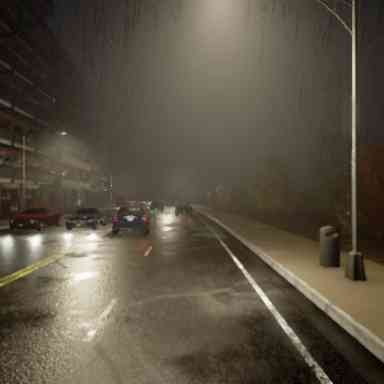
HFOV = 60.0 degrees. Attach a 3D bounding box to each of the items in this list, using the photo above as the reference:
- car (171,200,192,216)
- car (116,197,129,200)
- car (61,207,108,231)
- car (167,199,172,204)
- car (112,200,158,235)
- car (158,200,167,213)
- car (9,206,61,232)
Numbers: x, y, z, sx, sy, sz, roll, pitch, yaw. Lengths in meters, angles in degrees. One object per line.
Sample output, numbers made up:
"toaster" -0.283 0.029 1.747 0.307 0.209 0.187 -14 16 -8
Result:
"car" -0.993 1.876 37.848 2.128 1.511 4.902 0 0 -3
"car" -12.982 1.893 62.647 2.150 2.045 5.566 0 0 -6
"car" -7.013 1.767 22.653 1.812 1.442 4.674 0 -1 -2
"car" -5.402 2.337 80.274 1.994 1.385 4.181 0 -1 -8
"car" -3.490 1.568 20.541 2.097 1.767 4.553 0 -1 -2
"car" -4.712 1.962 44.827 1.837 1.490 4.892 0 0 -4
"car" -10.247 1.719 22.225 1.882 1.535 5.008 0 -1 -2
